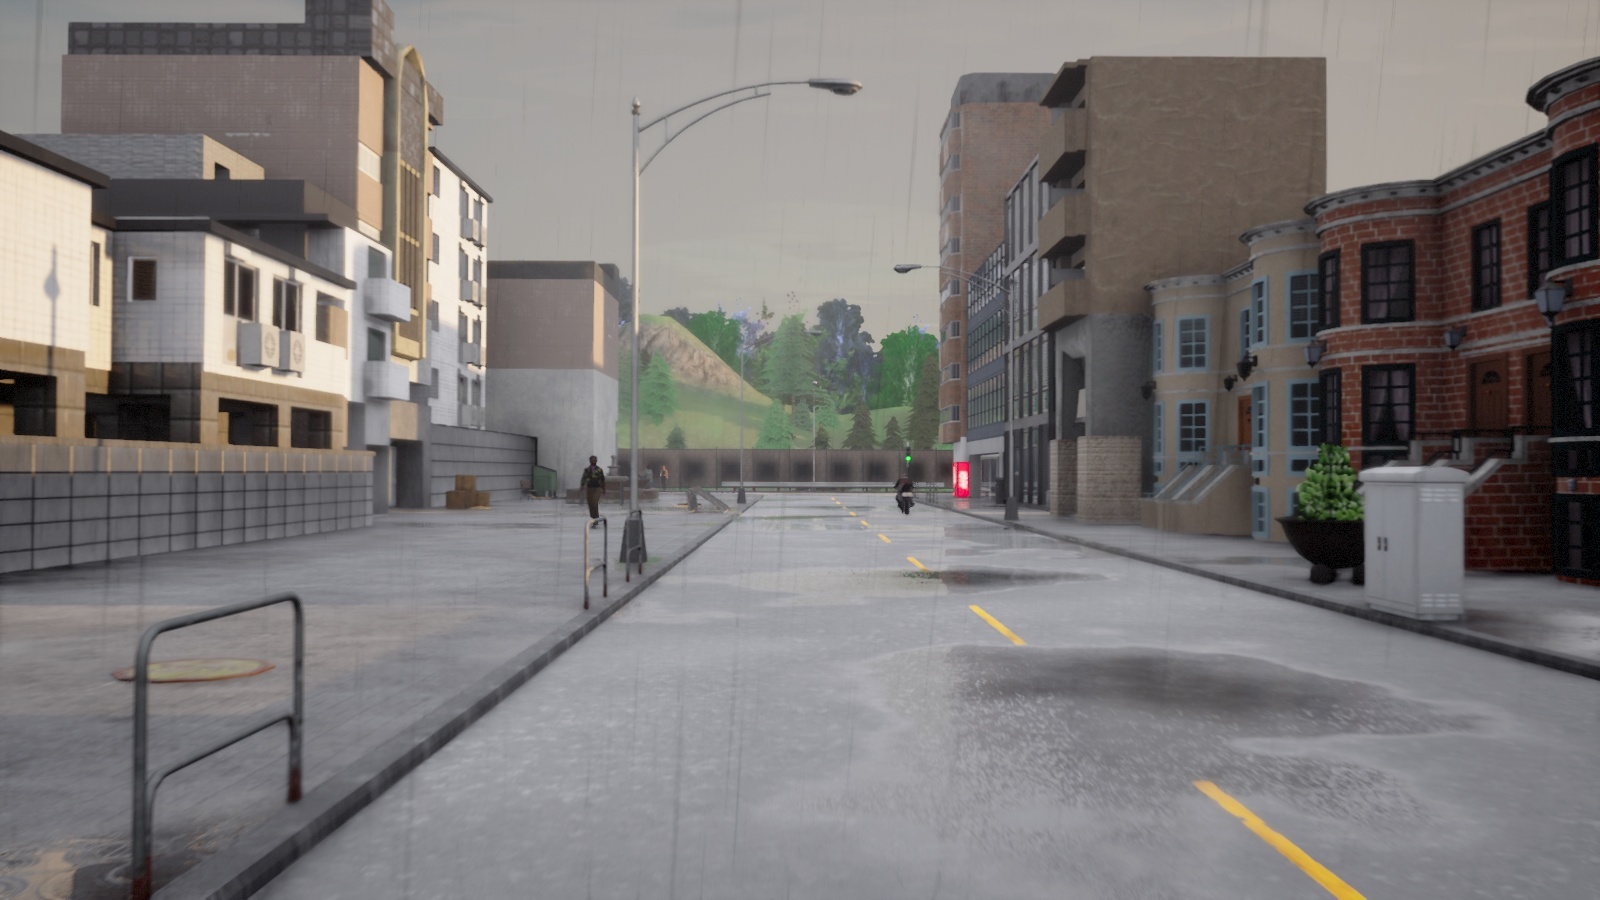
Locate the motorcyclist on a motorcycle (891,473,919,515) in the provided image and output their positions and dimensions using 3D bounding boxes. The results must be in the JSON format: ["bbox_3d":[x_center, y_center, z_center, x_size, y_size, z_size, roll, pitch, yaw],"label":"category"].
[{"bbox_3d":[3.885,1.615,46.641,0.866,1.530,2.191,0,-1,0],"label":"motorcyclist on a motorcycle"}]
